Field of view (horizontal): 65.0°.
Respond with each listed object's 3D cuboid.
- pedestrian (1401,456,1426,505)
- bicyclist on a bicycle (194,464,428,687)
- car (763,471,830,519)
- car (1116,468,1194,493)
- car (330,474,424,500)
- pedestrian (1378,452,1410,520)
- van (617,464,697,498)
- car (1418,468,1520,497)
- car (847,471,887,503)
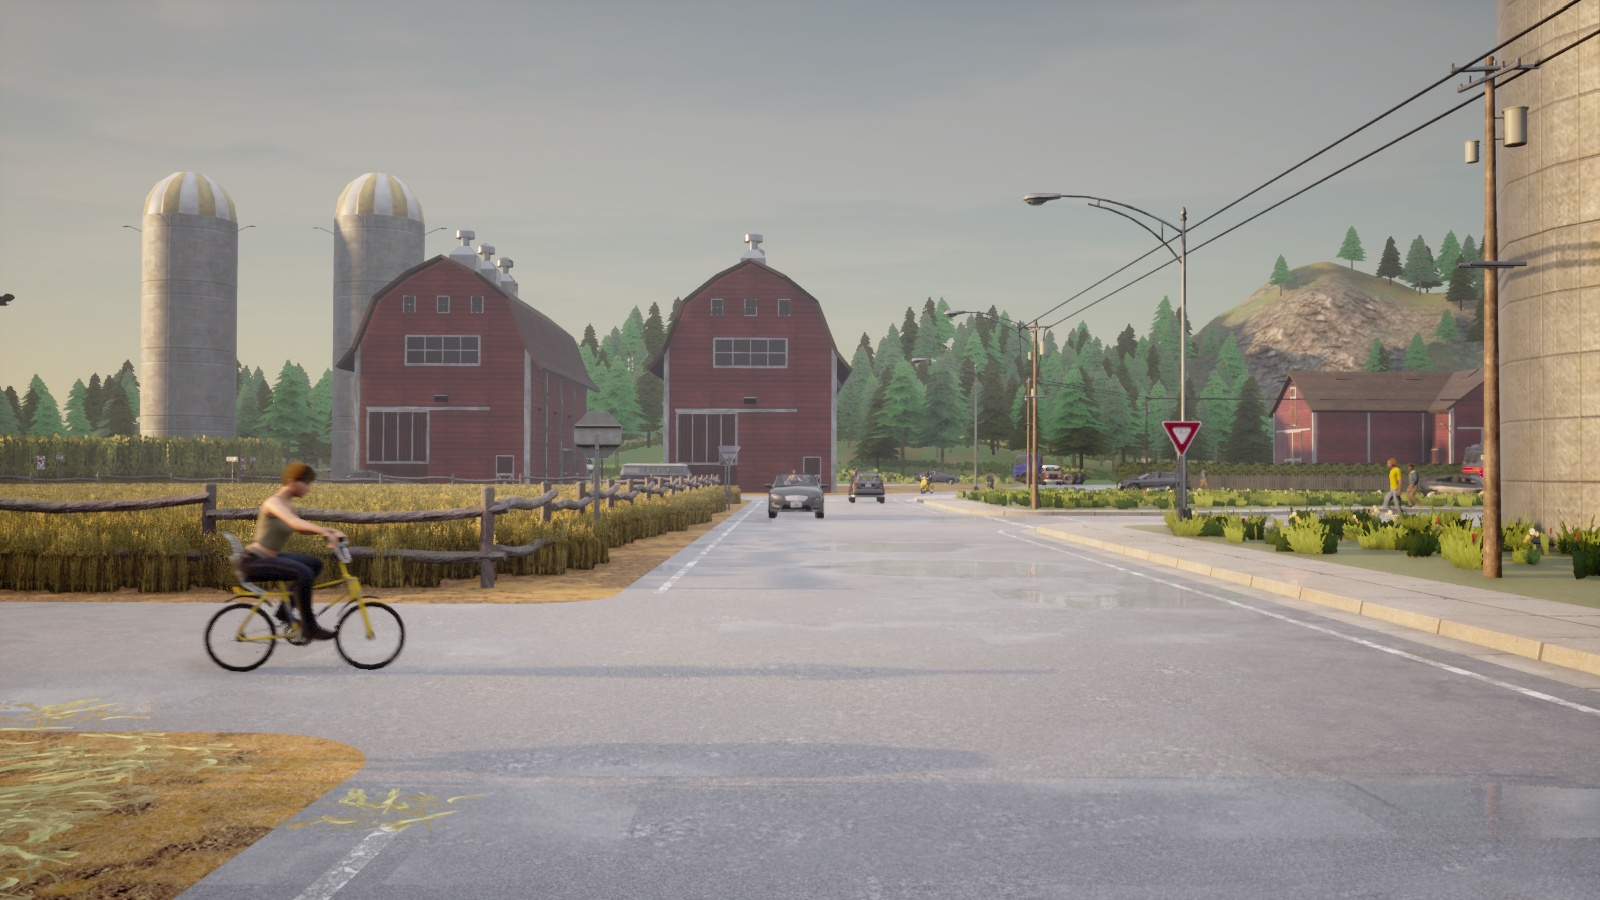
[{"bbox_3d":[24.701,1.218,50.563,0.788,1.949,0.423,0,-1,-2],"label":"pedestrian"},{"bbox_3d":[-3.717,0.928,9.674,1.509,1.612,0.866,0,-2,-8],"label":"bicyclist on a bicycle"},{"bbox_3d":[-0.112,1.478,42.144,2.128,1.511,4.902,0,-1,0],"label":"car"},{"bbox_3d":[24.240,2.085,85.906,4.856,1.649,2.033,0,-1,4],"label":"car"},{"bbox_3d":[-24.759,2.152,73.660,4.892,1.490,1.837,0,-1,-3],"label":"car"},{"bbox_3d":[16.158,0.977,34.153,0.706,1.836,0.354,0,-1,9],"label":"pedestrian"},{"bbox_3d":[-8.454,1.843,74.291,4.442,1.987,1.775,0,-1,4],"label":"van"},{"bbox_3d":[36.602,1.767,68.807,2.007,1.525,4.514,0,-1,-32],"label":"car"},{"bbox_3d":[3.324,1.832,62.765,1.789,1.549,3.705,0,-1,0],"label":"car"}]
